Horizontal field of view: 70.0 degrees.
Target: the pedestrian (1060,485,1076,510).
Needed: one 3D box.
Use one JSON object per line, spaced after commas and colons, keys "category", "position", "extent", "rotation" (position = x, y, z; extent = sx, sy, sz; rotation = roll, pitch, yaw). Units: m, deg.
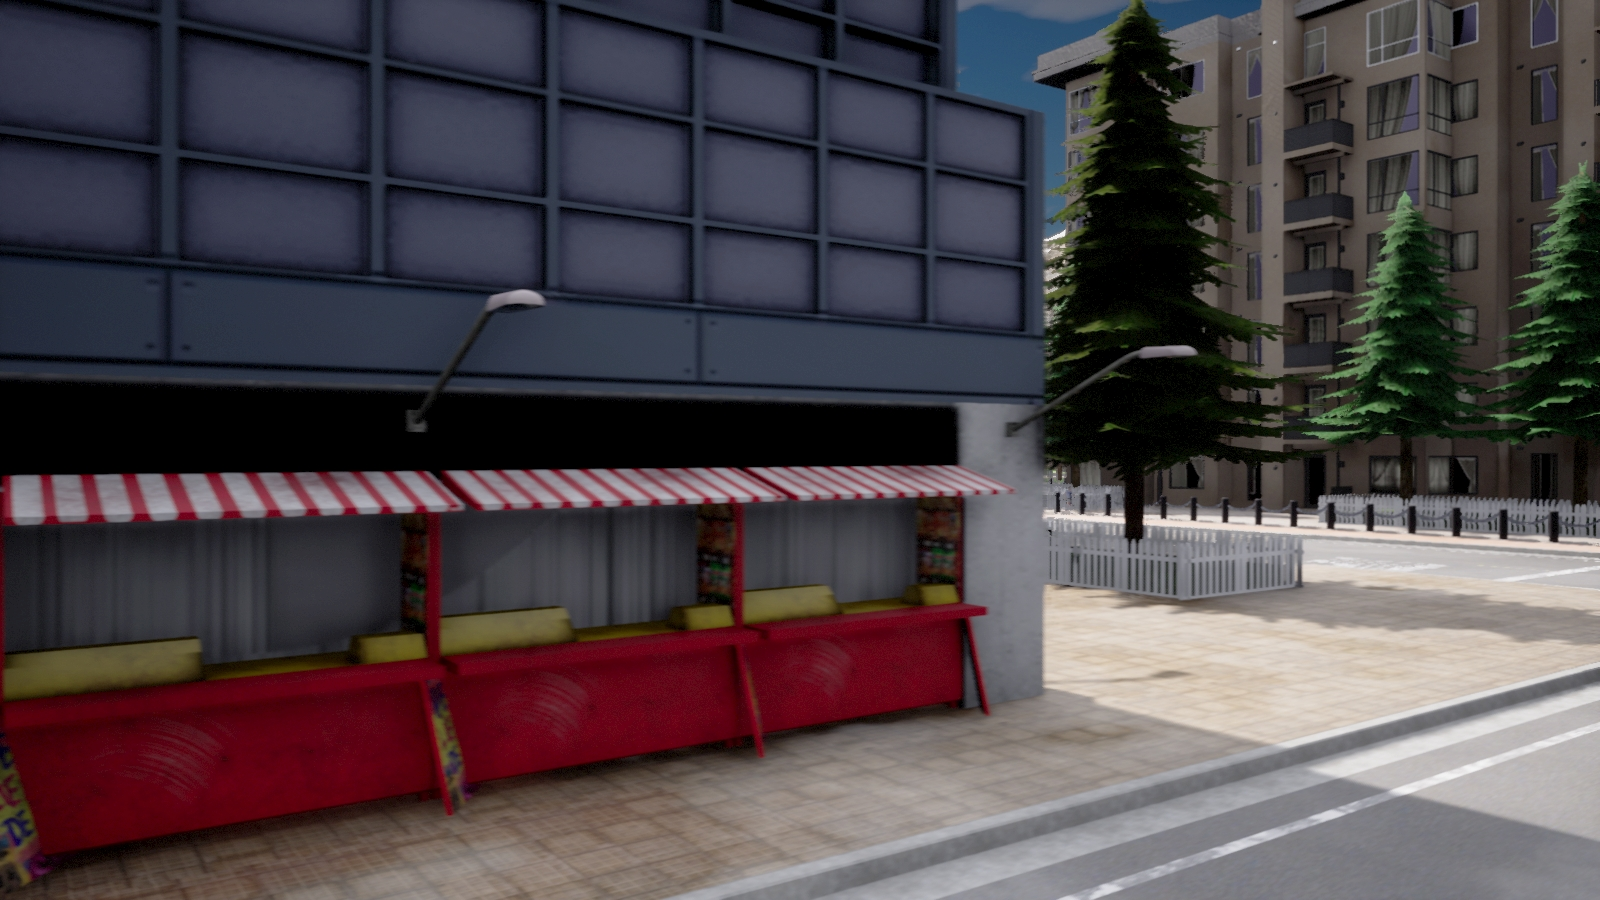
{"category": "pedestrian", "position": [11.698, 2.066, 49.842], "extent": [0.500, 1.100, 0.500], "rotation": [0, 0, -32]}
